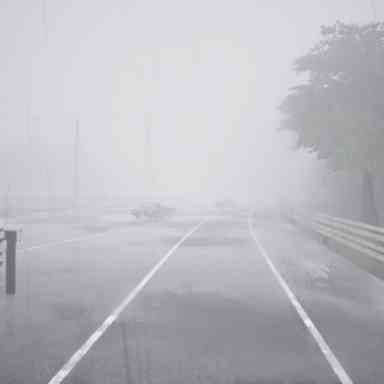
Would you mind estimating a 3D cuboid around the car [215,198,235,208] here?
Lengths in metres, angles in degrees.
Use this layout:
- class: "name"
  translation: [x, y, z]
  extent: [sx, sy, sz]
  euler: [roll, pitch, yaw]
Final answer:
- class: "car"
  translation: [4.822, 1.594, 48.139]
  extent: [2.033, 1.411, 5.357]
  euler: [1, 0, 21]

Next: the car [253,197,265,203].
- class: "car"
  translation: [14.927, 1.811, 74.069]
  extent: [1.895, 1.301, 4.718]
  euler: [2, 0, 22]

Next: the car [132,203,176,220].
- class: "car"
  translation: [-2.920, 1.505, 26.806]
  extent: [1.895, 1.301, 4.718]
  euler: [1, 0, 19]
